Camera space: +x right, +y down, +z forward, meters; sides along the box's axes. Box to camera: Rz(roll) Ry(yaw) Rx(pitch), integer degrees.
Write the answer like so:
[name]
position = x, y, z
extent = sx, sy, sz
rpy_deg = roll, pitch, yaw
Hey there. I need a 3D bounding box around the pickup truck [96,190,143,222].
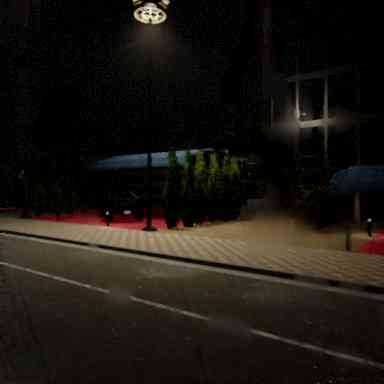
[pickup truck]
position = -5.326, 0.918, 23.786
extent = 2.390, 2.098, 6.274
rpy_deg = 0, 0, -24
